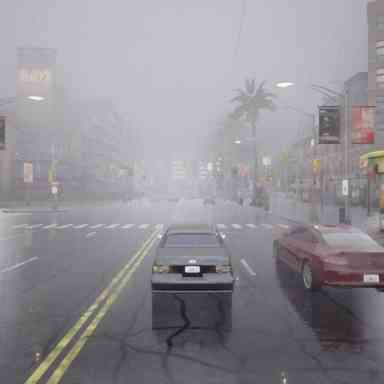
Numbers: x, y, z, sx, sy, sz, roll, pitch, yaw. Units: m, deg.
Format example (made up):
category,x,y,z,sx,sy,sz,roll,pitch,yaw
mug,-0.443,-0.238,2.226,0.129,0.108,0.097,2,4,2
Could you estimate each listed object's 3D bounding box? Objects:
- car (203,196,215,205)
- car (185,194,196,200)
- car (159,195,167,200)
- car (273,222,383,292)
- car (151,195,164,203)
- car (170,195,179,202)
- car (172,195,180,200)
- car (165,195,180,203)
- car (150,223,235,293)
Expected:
category,x,y,z,sx,sy,sz,roll,pitch,yaw
car,3.026,1.525,59.946,1.812,1.442,4.674,0,0,0
car,-0.872,1.525,94.625,2.128,1.511,4.902,0,0,-4
car,-7.824,1.595,90.598,1.895,1.301,4.718,0,0,-1
car,3.498,1.526,8.807,1.812,1.442,4.674,0,0,0
car,-7.643,1.524,71.178,1.812,1.442,4.674,0,0,-1
car,-4.232,1.524,80.913,1.812,1.442,4.674,0,0,-1
car,-4.326,1.500,90.963,1.837,1.490,4.892,0,0,-1
car,-4.148,1.478,71.718,1.882,1.535,5.008,0,0,-1
car,-0.001,1.547,8.962,2.033,1.411,5.357,0,0,0
